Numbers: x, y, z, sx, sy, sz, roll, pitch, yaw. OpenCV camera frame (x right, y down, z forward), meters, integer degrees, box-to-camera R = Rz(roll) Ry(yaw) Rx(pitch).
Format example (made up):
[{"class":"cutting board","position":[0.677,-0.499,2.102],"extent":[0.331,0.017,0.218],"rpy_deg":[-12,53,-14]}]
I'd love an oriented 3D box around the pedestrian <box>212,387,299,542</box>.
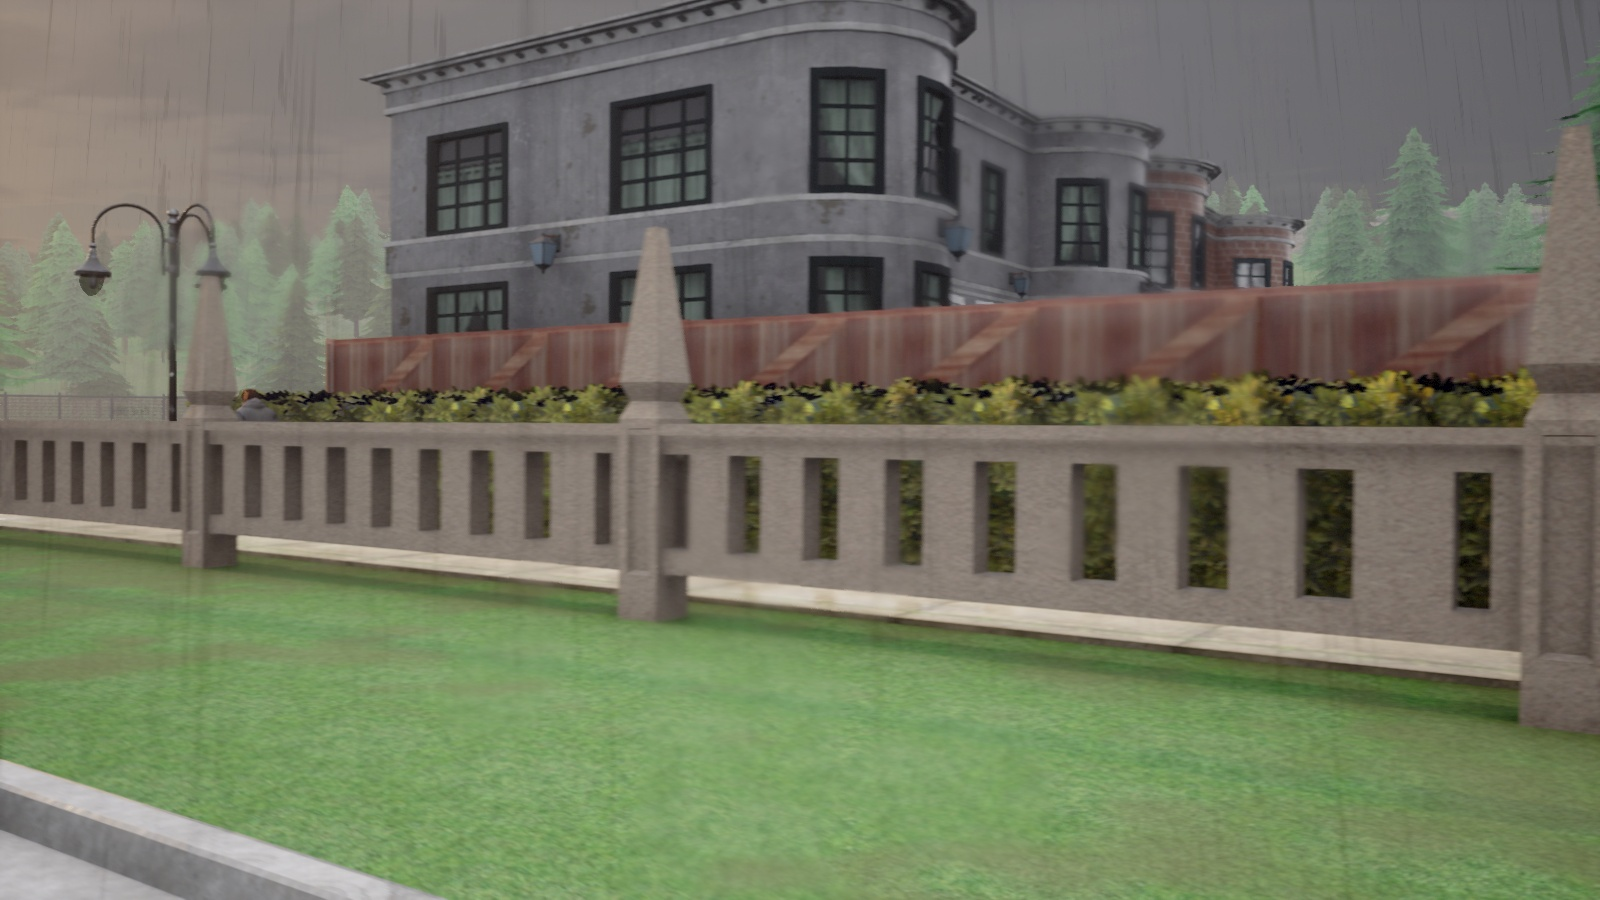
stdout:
[{"class":"pedestrian","position":[-7.097,0.181,16.373],"extent":[0.873,1.952,0.659],"rpy_deg":[0,1,37]}]
